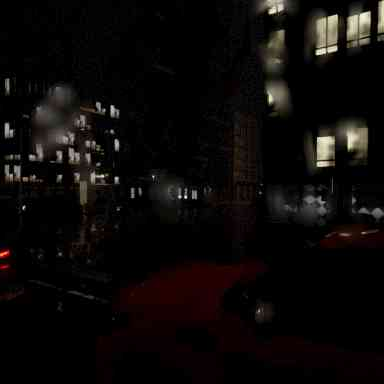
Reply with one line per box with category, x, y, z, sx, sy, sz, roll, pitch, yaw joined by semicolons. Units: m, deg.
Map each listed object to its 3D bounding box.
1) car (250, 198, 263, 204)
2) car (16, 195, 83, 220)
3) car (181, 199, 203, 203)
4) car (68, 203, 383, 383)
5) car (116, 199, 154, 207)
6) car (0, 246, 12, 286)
car;11.587;1.793;55.978;2.033;1.411;5.357;1;0;37
car;-12.282;1.279;29.195;2.150;2.045;5.566;1;0;39
car;-0.195;1.676;45.471;1.812;1.442;4.674;1;0;36
car;1.740;1.222;2.444;5.566;2.045;2.150;0;0;35
car;-6.348;1.595;37.220;2.128;1.511;4.902;1;0;37
car;-6.162;1.522;8.063;4.674;1.442;1.812;0;0;35
